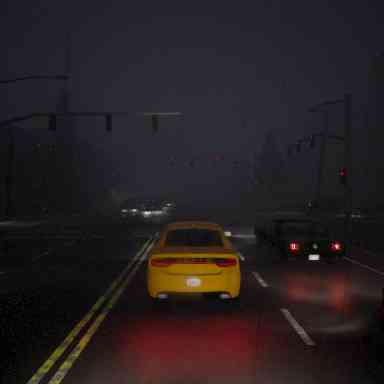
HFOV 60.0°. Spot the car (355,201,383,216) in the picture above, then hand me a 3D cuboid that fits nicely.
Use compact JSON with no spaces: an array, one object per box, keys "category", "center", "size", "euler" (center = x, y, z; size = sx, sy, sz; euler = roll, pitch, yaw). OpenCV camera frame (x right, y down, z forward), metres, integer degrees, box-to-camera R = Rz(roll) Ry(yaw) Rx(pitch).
[{"category":"car","center":[18.770,1.547,32.211],"size":[5.357,1.411,2.033],"euler":[0,0,-2]}]

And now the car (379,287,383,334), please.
[{"category":"car","center":[3.597,1.478,2.721],"size":[1.882,1.535,5.008],"euler":[0,0,0]}]

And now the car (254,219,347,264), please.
[{"category":"car","center":[3.501,1.601,11.811],"size":[1.895,1.301,4.718],"euler":[0,0,-1]}]

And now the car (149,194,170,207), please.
[{"category":"car","center":[-4.809,1.352,50.280],"size":[2.097,1.767,4.553],"euler":[0,0,-1]}]

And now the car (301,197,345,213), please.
[{"category":"car","center":[14.080,1.352,35.576],"size":[4.553,1.767,2.097],"euler":[0,0,-2]}]

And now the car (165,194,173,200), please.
[{"category":"car","center":[-5.543,1.286,81.999],"size":[1.812,1.442,4.674],"euler":[0,0,-1]}]

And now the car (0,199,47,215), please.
[{"category":"car","center":[-17.394,1.504,33.764],"size":[4.892,1.490,1.837],"euler":[0,1,-1]}]

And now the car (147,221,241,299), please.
[{"category":"car","center":[0.033,1.478,8.487],"size":[1.882,1.535,5.008],"euler":[0,0,0]}]

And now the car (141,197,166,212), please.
[{"category":"car","center":[-4.467,1.564,38.970],"size":[1.994,1.385,4.181],"euler":[0,0,-2]}]

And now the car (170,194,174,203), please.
[{"category":"car","center":[-5.165,1.493,66.607],"size":[2.128,1.511,4.902],"euler":[0,0,-1]}]

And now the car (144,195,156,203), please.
[{"category":"car","center":[-8.705,1.478,68.954],"size":[1.882,1.535,5.008],"euler":[0,0,-1]}]

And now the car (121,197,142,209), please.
[{"category":"car","center":[-8.157,1.547,44.748],"size":[2.033,1.411,5.357],"euler":[0,0,-2]}]

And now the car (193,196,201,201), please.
[{"category":"car","center":[1.298,1.595,88.224],"size":[1.895,1.301,4.718],"euler":[0,0,-1]}]
